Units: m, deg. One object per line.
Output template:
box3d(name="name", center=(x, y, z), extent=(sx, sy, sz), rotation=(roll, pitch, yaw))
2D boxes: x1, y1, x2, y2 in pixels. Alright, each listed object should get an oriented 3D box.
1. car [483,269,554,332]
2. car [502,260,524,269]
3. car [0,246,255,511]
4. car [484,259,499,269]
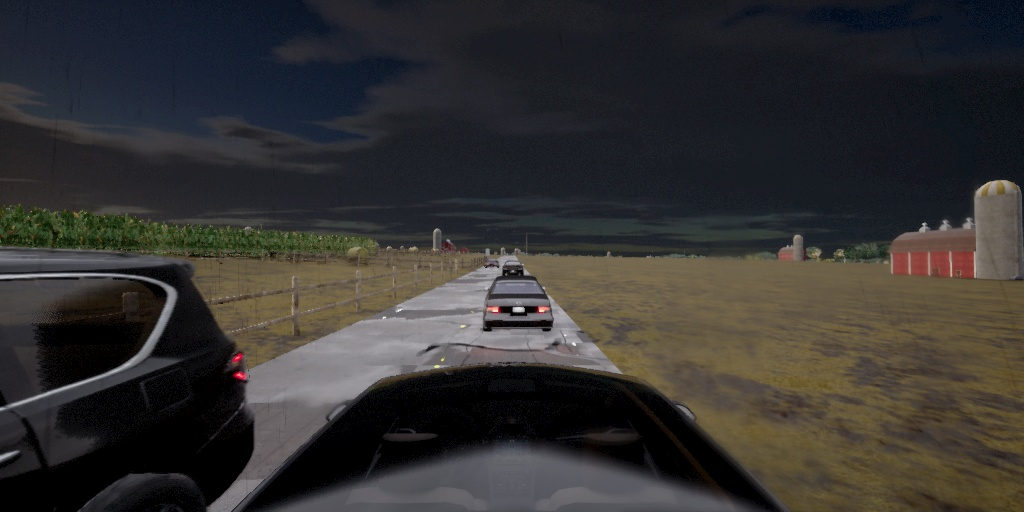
box3d(name="car", center=(0.112, 1.289, 10.839), extent=(2.033, 1.411, 5.357), rotation=(0, 0, -1))
box3d(name="car", center=(0.083, 1.130, 33.055), extent=(1.882, 1.535, 5.008), rotation=(0, 0, 0))
box3d(name="car", center=(-2.849, 0.971, 0.160), extent=(2.150, 2.045, 5.566), rotation=(0, 0, 0))
box3d(name="car", center=(-2.845, 1.075, 51.686), extent=(1.994, 1.385, 4.181), rotation=(0, 1, 0))
